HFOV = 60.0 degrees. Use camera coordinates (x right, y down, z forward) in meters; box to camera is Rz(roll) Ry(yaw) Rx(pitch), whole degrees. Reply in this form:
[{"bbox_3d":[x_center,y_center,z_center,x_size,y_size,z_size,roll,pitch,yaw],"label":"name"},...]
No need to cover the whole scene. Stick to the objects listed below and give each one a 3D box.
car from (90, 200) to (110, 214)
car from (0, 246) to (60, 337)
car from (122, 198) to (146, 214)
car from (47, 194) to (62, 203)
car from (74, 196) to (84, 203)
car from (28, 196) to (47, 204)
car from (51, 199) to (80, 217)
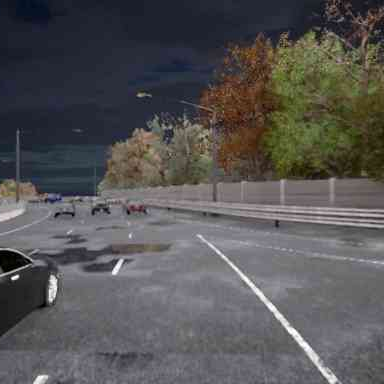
[{"bbox_3d":[-10.325,1.651,37.246,1.837,1.490,4.892,0,0,-20],"label":"car"},{"bbox_3d":[-3.610,1.538,5.079,1.837,1.490,4.892,0,0,-2],"label":"car"},{"bbox_3d":[-6.418,1.473,36.658,2.097,1.767,4.553,0,0,-18],"label":"car"},{"bbox_3d":[-29.222,1.370,70.060,2.150,2.045,5.566,0,0,-42],"label":"car"},{"bbox_3d":[-24.624,1.647,71.917,1.812,1.442,4.674,0,0,-27],"label":"car"},{"bbox_3d":[-31.894,1.680,67.803,1.812,1.442,4.674,0,0,-42],"label":"car"},{"bbox_3d":[-12.494,1.696,32.987,2.033,1.411,5.357,0,0,-18],"label":"car"}]
